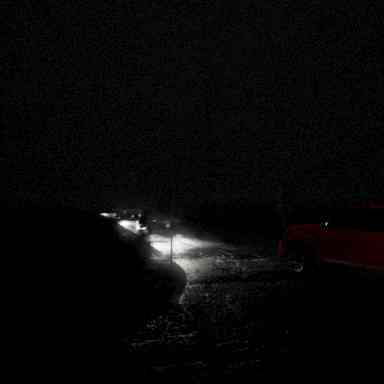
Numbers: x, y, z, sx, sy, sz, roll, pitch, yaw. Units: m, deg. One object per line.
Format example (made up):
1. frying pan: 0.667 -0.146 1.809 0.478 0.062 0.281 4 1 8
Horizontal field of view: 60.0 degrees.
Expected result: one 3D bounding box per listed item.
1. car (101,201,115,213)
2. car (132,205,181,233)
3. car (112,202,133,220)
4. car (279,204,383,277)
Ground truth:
1. car: -10.497 1.922 42.764 1.837 1.490 4.892 1 -1 -23
2. car: -2.142 1.684 21.125 2.128 1.511 4.902 1 -1 -19
3. car: -6.120 1.905 31.960 1.895 1.301 4.718 1 -1 -21
4. car: 4.906 1.315 8.580 2.150 2.045 5.566 2 -1 -35
